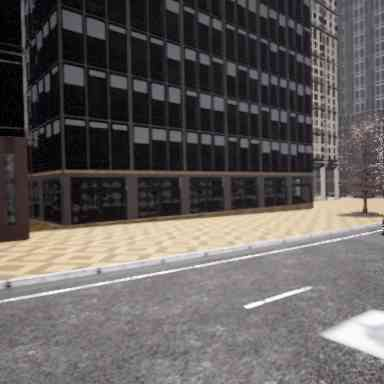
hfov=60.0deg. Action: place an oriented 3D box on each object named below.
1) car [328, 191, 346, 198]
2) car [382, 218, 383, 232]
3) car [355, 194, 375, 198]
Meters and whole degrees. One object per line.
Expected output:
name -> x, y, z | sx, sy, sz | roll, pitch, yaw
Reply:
car -> 30.691, 0.543, 70.551 | 1.947, 1.339, 4.313 | -1, 1, -40
car -> 11.239, 1.287, 16.664 | 4.892, 1.490, 1.837 | 0, 0, -40
car -> 34.333, 0.603, 66.187 | 1.802, 1.307, 4.206 | -1, 1, -40
